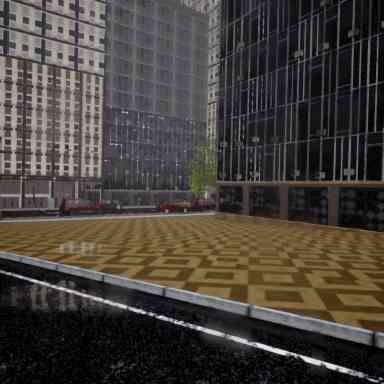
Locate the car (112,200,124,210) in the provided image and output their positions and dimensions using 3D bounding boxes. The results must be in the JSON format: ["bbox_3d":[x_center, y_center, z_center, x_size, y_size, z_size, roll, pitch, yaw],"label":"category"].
[{"bbox_3d":[-11.640,1.721,45.996,4.403,1.369,2.008,1,1,-34],"label":"car"}]

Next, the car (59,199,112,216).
[{"bbox_3d":[-11.862,1.645,36.288,5.009,1.841,2.192,1,1,-34],"label":"car"}]

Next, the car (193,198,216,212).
[{"bbox_3d":[2.170,1.782,45.896,5.009,1.841,2.192,1,1,-34],"label":"car"}]

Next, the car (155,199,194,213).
[{"bbox_3d":[-2.513,1.966,42.697,4.507,1.381,1.887,1,1,-34],"label":"car"}]

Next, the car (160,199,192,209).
[{"bbox_3d":[-2.425,1.785,52.305,4.829,1.417,1.752,1,1,-34],"label":"car"}]

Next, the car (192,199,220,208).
[{"bbox_3d":[2.392,1.873,55.605,4.313,1.339,1.947,1,1,-34],"label":"car"}]
